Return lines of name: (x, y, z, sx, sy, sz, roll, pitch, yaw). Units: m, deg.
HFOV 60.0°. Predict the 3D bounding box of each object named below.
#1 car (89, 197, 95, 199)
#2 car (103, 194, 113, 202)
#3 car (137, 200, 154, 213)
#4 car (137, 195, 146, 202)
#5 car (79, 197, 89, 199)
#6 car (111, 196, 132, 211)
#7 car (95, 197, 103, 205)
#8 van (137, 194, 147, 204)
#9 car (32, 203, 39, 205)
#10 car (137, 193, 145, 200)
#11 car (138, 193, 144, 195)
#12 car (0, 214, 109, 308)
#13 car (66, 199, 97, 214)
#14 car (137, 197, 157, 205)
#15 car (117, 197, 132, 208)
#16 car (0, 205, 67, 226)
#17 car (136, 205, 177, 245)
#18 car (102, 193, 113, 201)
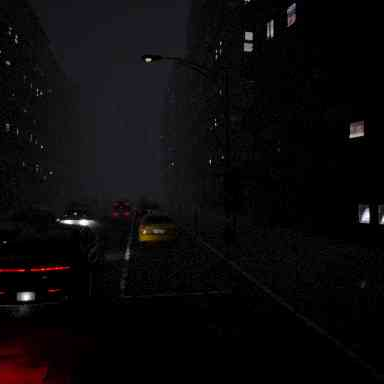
car: (-15.280, 1.463, 46.703, 1.967, 1.590, 4.097, 1, 0, -9)
car: (-20.655, 1.567, 79.510, 2.008, 1.369, 4.403, 1, 0, -9)
car: (-5.229, 1.592, 37.173, 1.802, 1.307, 4.206, 1, 0, -9)
car: (-11.496, 1.444, 75.449, 1.967, 1.590, 4.097, 1, 0, -9)
car: (-14.386, 1.569, 41.235, 1.887, 1.381, 4.507, 1, 0, -9)
car: (-8.399, 1.540, 40.160, 1.812, 1.442, 4.674, 0, 0, -9)
car: (-17.072, 1.566, 57.639, 1.887, 1.381, 4.507, 1, 0, -9)
van: (-9.703, 1.348, 64.512, 1.690, 1.788, 3.998, 1, 0, -9)
car: (-11.672, 1.547, 24.664, 1.752, 1.417, 4.829, 1, 0, -9)
car: (-14.180, 1.312, 91.852, 2.192, 1.841, 5.009, 1, 0, -9)
car: (-8.809, 1.448, 59.045, 1.967, 1.590, 4.097, 1, 0, -9)
car: (-3.189, 1.509, 7.994, 1.837, 1.490, 4.892, 0, 0, -9)
car: (-9.709, 1.582, 28.688, 1.994, 1.385, 4.181, 0, 0, -9)
car: (-3.435, 1.448, 26.238, 1.967, 1.590, 4.097, 1, 0, -9)
car: (-10.101, 1.561, 50.333, 2.033, 1.411, 5.357, 0, 0, -9)
car: (-7.553, 1.561, 15.464, 2.033, 1.411, 5.357, 0, 0, -9)
car: (-1.674, 1.530, 15.470, 1.752, 1.417, 4.829, 1, 0, -9)
car: (-21.546, 1.329, 84.978, 2.192, 1.841, 5.009, 1, 0, -9)
